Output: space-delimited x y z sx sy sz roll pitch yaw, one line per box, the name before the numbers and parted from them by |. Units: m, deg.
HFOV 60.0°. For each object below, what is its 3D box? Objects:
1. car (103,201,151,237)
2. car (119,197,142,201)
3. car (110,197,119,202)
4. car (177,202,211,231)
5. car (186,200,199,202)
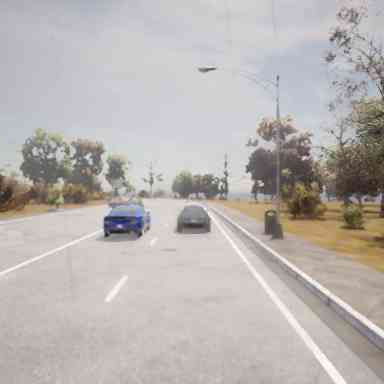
car | -3.395 1.466 18.104 1.882 1.535 5.008 0 0 0
car | -7.091 1.465 40.793 2.128 1.511 4.902 0 0 0
car | -10.632 1.495 47.403 1.812 1.442 4.674 0 0 0
car | 0.107 1.551 20.529 1.994 1.385 4.181 0 0 0
car | 0.108 1.576 38.690 1.895 1.301 4.718 0 0 0
